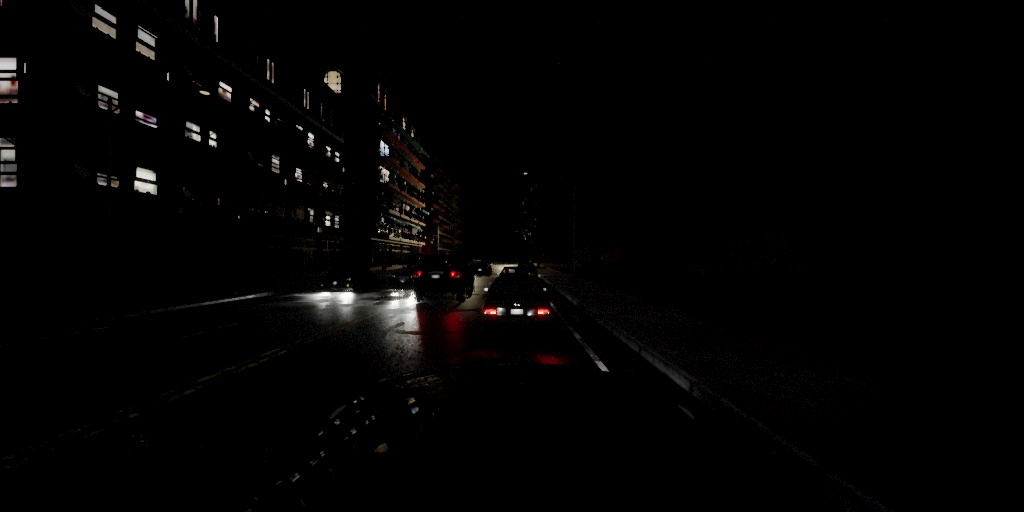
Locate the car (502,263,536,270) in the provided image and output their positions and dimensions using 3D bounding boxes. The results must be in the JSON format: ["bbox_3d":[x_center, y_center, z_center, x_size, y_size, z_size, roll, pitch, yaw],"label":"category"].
[{"bbox_3d":[0.111,1.301,20.934,2.033,1.411,5.357,0,0,0],"label":"car"}]

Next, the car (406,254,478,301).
[{"bbox_3d":[-3.141,0.969,17.422,2.150,2.045,5.566,0,-1,0],"label":"car"}]

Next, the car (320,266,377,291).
[{"bbox_3d":[-9.839,1.317,21.915,1.994,1.385,4.181,0,0,0],"label":"car"}]

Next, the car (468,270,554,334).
[{"bbox_3d":[0.107,1.299,10.573,2.033,1.411,5.357,0,0,0],"label":"car"}]

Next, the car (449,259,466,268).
[{"bbox_3d":[-9.765,1.243,64.496,2.128,1.511,4.902,0,0,1],"label":"car"}]

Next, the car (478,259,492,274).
[{"bbox_3d":[-3.129,1.319,37.105,1.994,1.385,4.181,0,0,0],"label":"car"}]

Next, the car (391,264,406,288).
[{"bbox_3d":[-6.587,1.245,24.027,2.128,1.511,4.902,0,0,0],"label":"car"}]

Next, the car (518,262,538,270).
[{"bbox_3d":[1.155,1.259,30.702,1.837,1.490,4.892,0,0,0],"label":"car"}]
